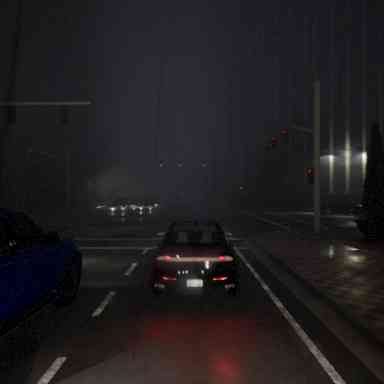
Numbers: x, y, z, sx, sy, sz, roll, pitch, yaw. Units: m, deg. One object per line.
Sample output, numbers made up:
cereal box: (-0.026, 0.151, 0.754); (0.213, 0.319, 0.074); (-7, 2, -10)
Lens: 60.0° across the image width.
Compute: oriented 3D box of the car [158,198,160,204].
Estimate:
car: (-7.168, 1.564, 62.884); (1.994, 1.385, 4.181); (0, 0, 0)

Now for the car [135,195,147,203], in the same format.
car: (-10.623, 1.477, 69.758); (1.882, 1.535, 5.008); (0, 0, 0)

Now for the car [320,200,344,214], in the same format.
car: (15.232, 1.564, 34.882); (4.181, 1.385, 1.994); (0, 0, -1)

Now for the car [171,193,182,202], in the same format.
car: (-3.633, 1.225, 76.413); (2.150, 2.045, 5.566); (0, 0, 0)

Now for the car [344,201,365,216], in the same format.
car: (17.480, 1.505, 31.407); (4.892, 1.490, 1.837); (0, 0, -1)

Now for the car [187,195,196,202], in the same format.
car: (-0.133, 1.429, 75.500); (1.837, 1.490, 4.892); (0, 0, 0)

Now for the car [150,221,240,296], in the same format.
car: (0.082, 1.492, 8.657); (2.128, 1.511, 4.902); (0, 0, 1)

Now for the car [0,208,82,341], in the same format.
car: (-3.451, 1.222, 4.824); (2.150, 2.045, 5.566); (0, 0, 1)

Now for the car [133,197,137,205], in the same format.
car: (-10.674, 1.601, 59.316); (1.895, 1.301, 4.718); (0, 0, 0)

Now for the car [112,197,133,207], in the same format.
car: (-10.687, 1.526, 50.207); (1.812, 1.442, 4.674); (0, 0, 0)

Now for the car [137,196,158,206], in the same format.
car: (-7.182, 1.505, 53.975); (1.837, 1.490, 4.892); (0, 0, 0)
